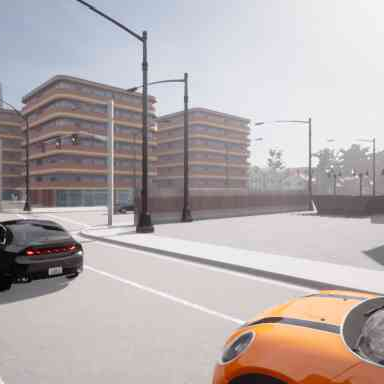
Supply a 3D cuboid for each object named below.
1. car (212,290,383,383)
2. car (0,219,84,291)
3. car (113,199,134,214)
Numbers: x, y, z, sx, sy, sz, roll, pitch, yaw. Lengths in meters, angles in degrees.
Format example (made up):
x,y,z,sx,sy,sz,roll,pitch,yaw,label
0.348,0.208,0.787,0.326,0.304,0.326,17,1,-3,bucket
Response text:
x,y,z,sx,sy,sz,roll,pitch,yaw,label
2.331,1.352,2.292,4.553,1.767,2.097,0,0,40,car
-4.696,1.505,9.148,1.837,1.490,4.892,0,0,-43,car
-6.353,1.491,34.956,4.902,1.511,2.128,0,0,-44,car
